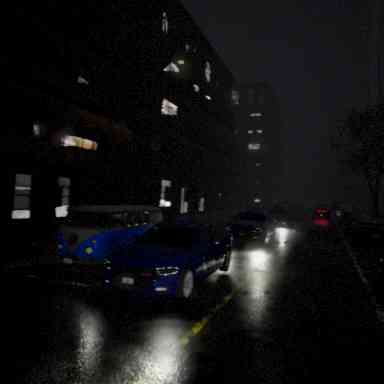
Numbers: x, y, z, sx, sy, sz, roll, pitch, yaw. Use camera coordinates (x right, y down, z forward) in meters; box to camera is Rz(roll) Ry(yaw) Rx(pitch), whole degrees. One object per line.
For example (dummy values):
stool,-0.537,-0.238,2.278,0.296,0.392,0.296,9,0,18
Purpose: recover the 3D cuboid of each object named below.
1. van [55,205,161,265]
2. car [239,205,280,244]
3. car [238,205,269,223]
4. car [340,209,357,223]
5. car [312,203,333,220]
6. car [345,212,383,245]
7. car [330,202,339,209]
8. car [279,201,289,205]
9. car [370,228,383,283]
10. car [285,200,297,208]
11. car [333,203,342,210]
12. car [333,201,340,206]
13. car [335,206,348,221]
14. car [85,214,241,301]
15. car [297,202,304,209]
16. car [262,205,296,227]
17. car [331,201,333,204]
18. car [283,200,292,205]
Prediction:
van,-2.388,1.300,10.507,1.690,1.788,3.998,3,0,22
car,3.227,1.713,17.630,1.882,1.535,5.008,2,0,22
car,5.860,2.016,31.191,1.947,1.339,4.313,3,0,22
car,11.571,2.154,22.907,2.008,1.369,4.403,3,0,22
car,15.208,2.385,39.024,1.837,1.490,4.892,2,-1,22
car,9.506,2.025,17.736,1.887,1.381,4.507,3,0,22
car,36.354,3.539,84.964,1.967,1.590,4.097,3,0,22
car,12.054,2.388,46.706,1.947,1.339,4.313,3,0,22
car,5.376,1.801,7.395,1.947,1.339,4.313,3,0,22
car,16.197,2.386,57.049,2.192,1.841,5.009,3,0,22
car,19.895,2.628,43.751,1.752,1.417,4.829,3,0,22
car,28.452,2.854,65.987,2.150,2.045,5.566,2,-1,22
car,15.701,2.401,33.250,2.008,1.369,4.403,3,0,22
car,-0.316,1.503,8.770,1.882,1.535,5.008,2,0,22
car,24.443,3.116,77.733,1.887,1.381,4.507,3,0,22
car,6.924,2.020,26.891,1.994,1.385,4.181,2,-1,22
car,18.911,2.454,48.304,2.097,1.767,4.553,2,-1,23
car,14.058,2.468,51.719,1.752,1.417,4.829,3,0,22
